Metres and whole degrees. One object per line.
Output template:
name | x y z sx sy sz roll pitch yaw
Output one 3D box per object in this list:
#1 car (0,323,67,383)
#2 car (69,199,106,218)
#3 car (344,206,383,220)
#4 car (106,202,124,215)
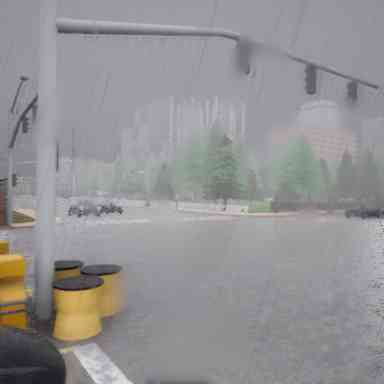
car | -3.190 1.454 1.556 5.008 1.535 1.882 1 0 -36
car | -10.375 1.486 32.247 2.097 1.767 4.553 1 -1 -33
car | 17.501 2.045 33.718 4.718 1.301 1.895 1 -1 -34
car | -9.144 1.782 36.738 1.895 1.301 4.718 1 -1 -33
